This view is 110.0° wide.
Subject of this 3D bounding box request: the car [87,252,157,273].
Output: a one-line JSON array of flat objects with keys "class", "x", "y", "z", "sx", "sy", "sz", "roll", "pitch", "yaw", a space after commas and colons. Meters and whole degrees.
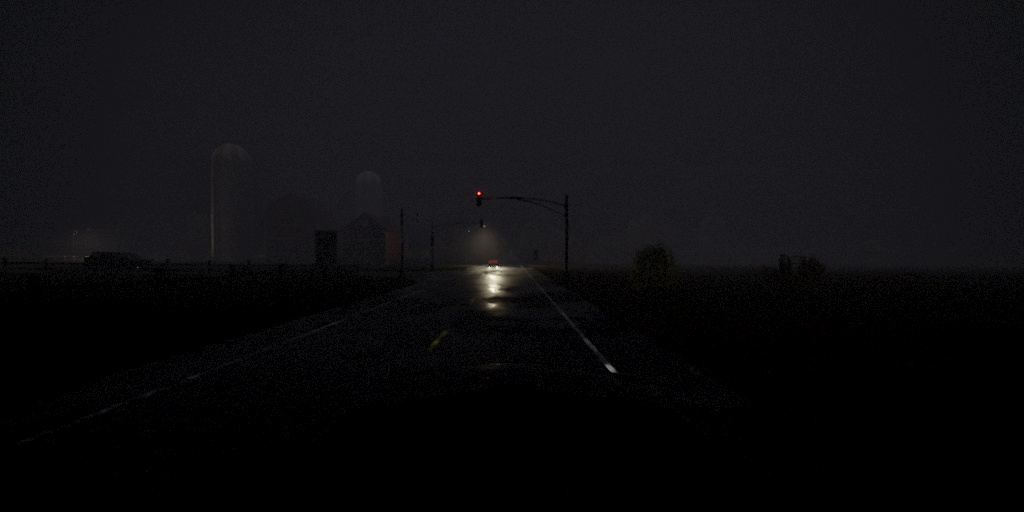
[{"class": "car", "x": -39.082, "y": 0.589, "z": 35.953, "sx": 5.566, "sy": 2.045, "sz": 2.150, "roll": 1, "pitch": 1, "yaw": 0}]
